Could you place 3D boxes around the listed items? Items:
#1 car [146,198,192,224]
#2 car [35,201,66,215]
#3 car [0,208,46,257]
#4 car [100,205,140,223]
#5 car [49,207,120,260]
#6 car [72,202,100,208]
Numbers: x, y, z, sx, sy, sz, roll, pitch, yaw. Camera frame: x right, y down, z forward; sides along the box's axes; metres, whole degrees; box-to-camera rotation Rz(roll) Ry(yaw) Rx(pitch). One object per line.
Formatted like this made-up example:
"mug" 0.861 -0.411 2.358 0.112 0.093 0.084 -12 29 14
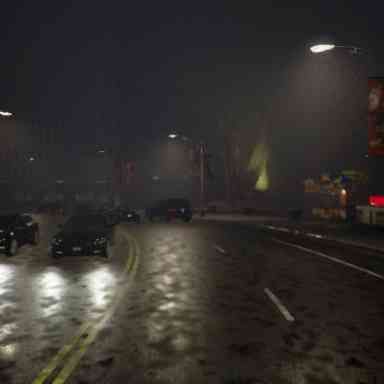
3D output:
"car" -2.028 1.501 28.013 2.150 2.045 5.566 0 0 -29
"car" -16.979 1.893 39.694 4.892 1.490 1.837 -1 -1 37
"car" -7.671 1.638 13.538 1.837 1.490 4.892 0 -1 -10
"car" -5.875 1.835 27.578 1.994 1.385 4.181 0 -1 -31
"car" -4.143 1.610 13.392 1.882 1.535 5.008 0 0 -9
"car" -12.604 1.947 40.740 5.357 1.411 2.033 0 -1 41
